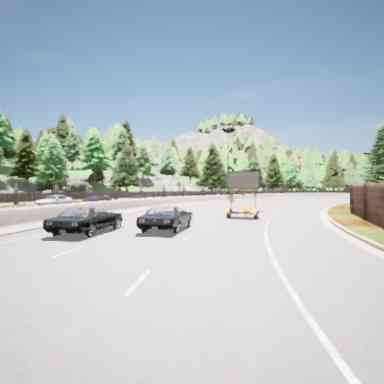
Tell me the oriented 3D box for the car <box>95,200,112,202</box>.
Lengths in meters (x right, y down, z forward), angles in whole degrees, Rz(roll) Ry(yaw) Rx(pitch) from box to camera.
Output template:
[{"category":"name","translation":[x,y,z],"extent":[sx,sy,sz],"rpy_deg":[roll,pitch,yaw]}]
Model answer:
[{"category":"car","translation":[-10.481,1.077,36.133],"extent":[1.994,1.385,4.181],"rpy_deg":[0,1,22]}]

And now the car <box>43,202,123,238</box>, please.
[{"category":"car","translation":[-5.105,1.378,16.375],"extent":[1.895,1.301,4.718],"rpy_deg":[0,1,11]}]

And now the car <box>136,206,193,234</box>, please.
[{"category":"car","translation":[-1.273,1.376,17.672],"extent":[1.895,1.301,4.718],"rpy_deg":[0,1,12]}]

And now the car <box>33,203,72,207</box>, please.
[{"category":"car","translation":[-14.543,1.034,35.209],"extent":[1.812,1.442,4.674],"rpy_deg":[0,0,20]}]

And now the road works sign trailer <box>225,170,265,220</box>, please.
[{"category":"road works sign trailer","translation":[3.891,0.170,24.856],"extent":[2.380,3.560,2.880],"rpy_deg":[0,1,21]}]

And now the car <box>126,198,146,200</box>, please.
[{"category":"car","translation":[-6.165,1.075,37.527],"extent":[1.994,1.385,4.181],"rpy_deg":[0,1,23]}]

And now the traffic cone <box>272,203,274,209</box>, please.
[{"category":"traffic cone","translation":[8.946,1.532,36.859],"extent":[0.340,0.580,0.340],"rpy_deg":[0,1,21]}]
